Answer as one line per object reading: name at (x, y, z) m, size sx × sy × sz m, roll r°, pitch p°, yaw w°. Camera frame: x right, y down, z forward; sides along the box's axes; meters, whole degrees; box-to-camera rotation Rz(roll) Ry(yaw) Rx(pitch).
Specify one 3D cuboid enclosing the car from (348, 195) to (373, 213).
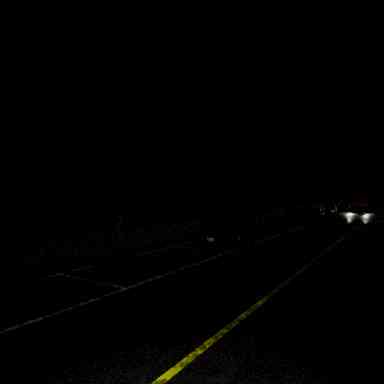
car at (18.829, 1.479, 37.374) m, size 1.882 × 1.535 × 5.008 m, roll 0°, pitch 0°, yaw 33°

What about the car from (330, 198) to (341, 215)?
car at (13.680, 1.567, 34.127) m, size 1.947 × 1.339 × 4.313 m, roll 0°, pitch 0°, yaw 32°

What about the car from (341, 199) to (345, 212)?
car at (16.621, 1.442, 38.804) m, size 1.967 × 1.590 × 4.097 m, roll 0°, pitch 0°, yaw 32°

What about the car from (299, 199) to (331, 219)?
car at (10.740, 1.583, 29.450) m, size 1.802 × 1.307 × 4.206 m, roll 0°, pitch 0°, yaw 32°

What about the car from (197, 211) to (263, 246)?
car at (1.917, 1.566, 15.417) m, size 1.947 × 1.339 × 4.313 m, roll 0°, pitch 0°, yaw 32°
